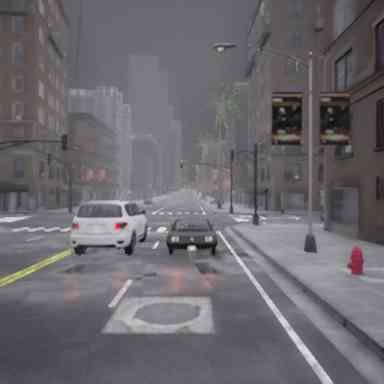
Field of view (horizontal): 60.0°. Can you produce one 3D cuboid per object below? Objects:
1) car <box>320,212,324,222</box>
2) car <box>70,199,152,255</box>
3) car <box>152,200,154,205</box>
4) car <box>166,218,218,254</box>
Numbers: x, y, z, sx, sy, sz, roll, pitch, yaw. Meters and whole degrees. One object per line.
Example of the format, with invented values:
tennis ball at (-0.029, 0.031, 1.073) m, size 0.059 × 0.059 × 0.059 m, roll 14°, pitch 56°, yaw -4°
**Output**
car at (12.969, 2.026, 27.751) m, size 4.313 × 1.339 × 1.947 m, roll 0°, pitch 0°, yaw 0°
car at (-3.246, 1.347, 14.005) m, size 2.150 × 2.045 × 5.566 m, roll 0°, pitch 0°, yaw 0°
car at (-9.733, 2.218, 75.000) m, size 2.033 × 1.411 × 5.357 m, roll 0°, pitch 0°, yaw 0°
car at (0.005, 1.733, 14.102) m, size 1.895 × 1.301 × 4.718 m, roll 0°, pitch 0°, yaw 0°
